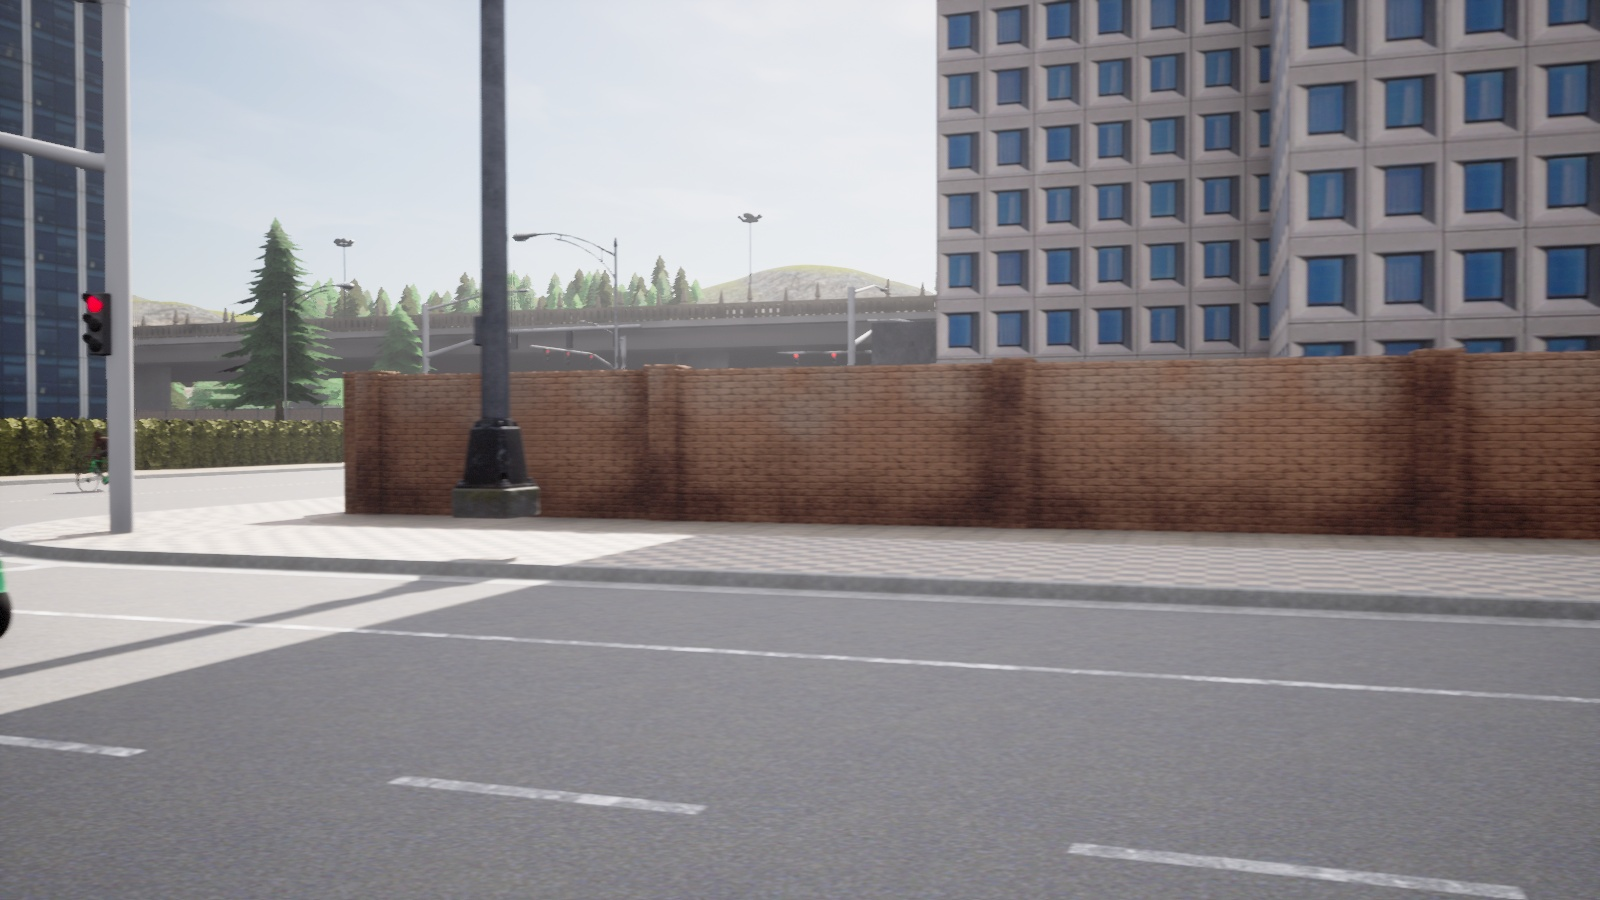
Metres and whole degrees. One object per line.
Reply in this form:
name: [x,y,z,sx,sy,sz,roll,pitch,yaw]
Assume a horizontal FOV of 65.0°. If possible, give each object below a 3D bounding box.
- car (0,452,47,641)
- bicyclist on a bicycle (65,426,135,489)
car: [-7.036,0.707,9.236,2.207,1.376,1.481,1,1,18]
bicyclist on a bicycle: [-18.474,0.178,33.176,0.582,1.620,1.656,1,1,18]
